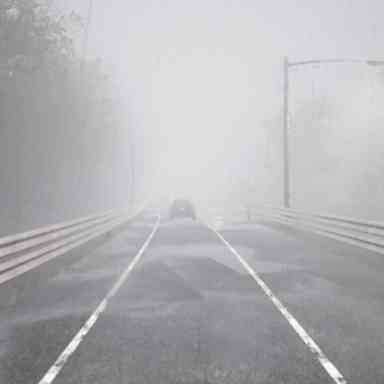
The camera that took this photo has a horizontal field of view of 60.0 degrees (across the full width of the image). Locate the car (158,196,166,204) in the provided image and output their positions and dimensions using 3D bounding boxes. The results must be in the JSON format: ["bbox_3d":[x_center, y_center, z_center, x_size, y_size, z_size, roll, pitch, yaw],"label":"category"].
[{"bbox_3d":[-5.276,1.521,63.392,1.837,1.490,4.892,0,0,-10],"label":"car"}]

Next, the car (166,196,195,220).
[{"bbox_3d":[-0.922,1.365,28.186,2.097,1.767,4.553,0,0,-4],"label":"car"}]
